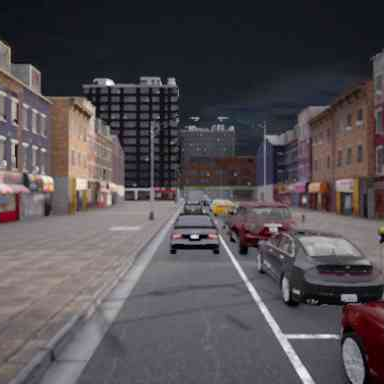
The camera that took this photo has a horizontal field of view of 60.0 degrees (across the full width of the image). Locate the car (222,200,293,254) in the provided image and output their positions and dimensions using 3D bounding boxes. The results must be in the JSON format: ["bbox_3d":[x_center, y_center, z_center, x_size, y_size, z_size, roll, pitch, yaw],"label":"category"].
[{"bbox_3d":[2.647,1.308,13.252,2.192,1.841,5.009,1,0,0],"label":"car"}]

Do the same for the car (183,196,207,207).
[{"bbox_3d":[0.099,1.500,33.719,2.128,1.511,4.902,0,0,0],"label":"car"}]

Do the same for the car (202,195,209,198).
[{"bbox_3d":[2.645,1.622,51.566,1.947,1.339,4.313,0,0,0],"label":"car"}]

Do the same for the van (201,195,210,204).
[{"bbox_3d":[2.647,1.463,67.989,1.690,1.788,3.998,0,0,0],"label":"van"}]

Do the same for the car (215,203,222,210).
[{"bbox_3d":[2.645,1.544,18.726,2.008,1.369,4.403,1,0,0],"label":"car"}]

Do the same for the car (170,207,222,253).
[{"bbox_3d":[0.096,1.540,13.549,2.033,1.411,5.357,0,0,0],"label":"car"}]

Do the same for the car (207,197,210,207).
[{"bbox_3d":[3.026,1.545,38.960,1.812,1.442,4.674,0,0,0],"label":"car"}]

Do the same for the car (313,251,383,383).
[{"bbox_3d":[2.645,1.543,2.305,1.887,1.381,4.507,1,0,0],"label":"car"}]

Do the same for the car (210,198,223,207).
[{"bbox_3d":[3.016,1.483,31.960,1.882,1.535,5.008,0,0,0],"label":"car"}]

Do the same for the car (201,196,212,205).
[{"bbox_3d":[2.646,1.540,62.514,1.967,1.590,4.097,0,0,0],"label":"car"}]

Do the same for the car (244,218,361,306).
[{"bbox_3d":[2.645,1.546,7.778,2.008,1.369,4.403,1,0,0],"label":"car"}]
